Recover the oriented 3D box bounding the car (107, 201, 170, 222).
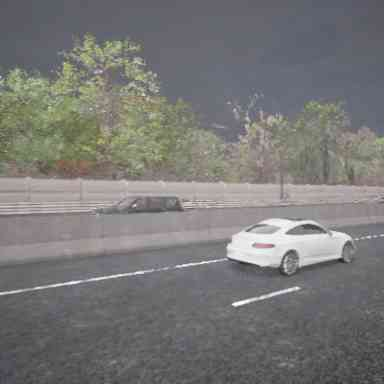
[{"bbox_3d":[-4.271,1.539,26.765,4.674,1.442,1.812,0,0,-35],"label":"car"}]

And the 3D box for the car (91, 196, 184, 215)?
[{"bbox_3d":[-3.028,1.231,19.053,5.566,2.045,2.150,0,0,-35],"label":"car"}]

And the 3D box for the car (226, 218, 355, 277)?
[{"bbox_3d":[3.146,1.538,10.315,4.674,1.442,1.812,0,0,-36],"label":"car"}]
